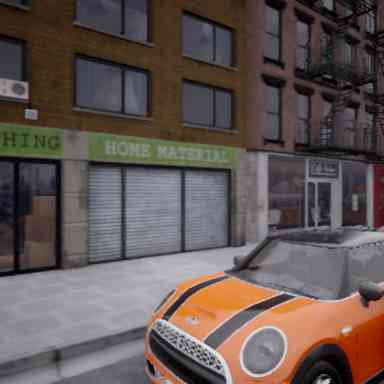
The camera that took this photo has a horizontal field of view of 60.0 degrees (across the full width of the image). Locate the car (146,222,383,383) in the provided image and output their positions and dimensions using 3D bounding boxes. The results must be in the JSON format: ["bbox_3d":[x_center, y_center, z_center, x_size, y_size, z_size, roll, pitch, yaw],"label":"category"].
[{"bbox_3d":[1.655,1.357,4.551,4.553,1.767,2.097,1,0,-36],"label":"car"}]
